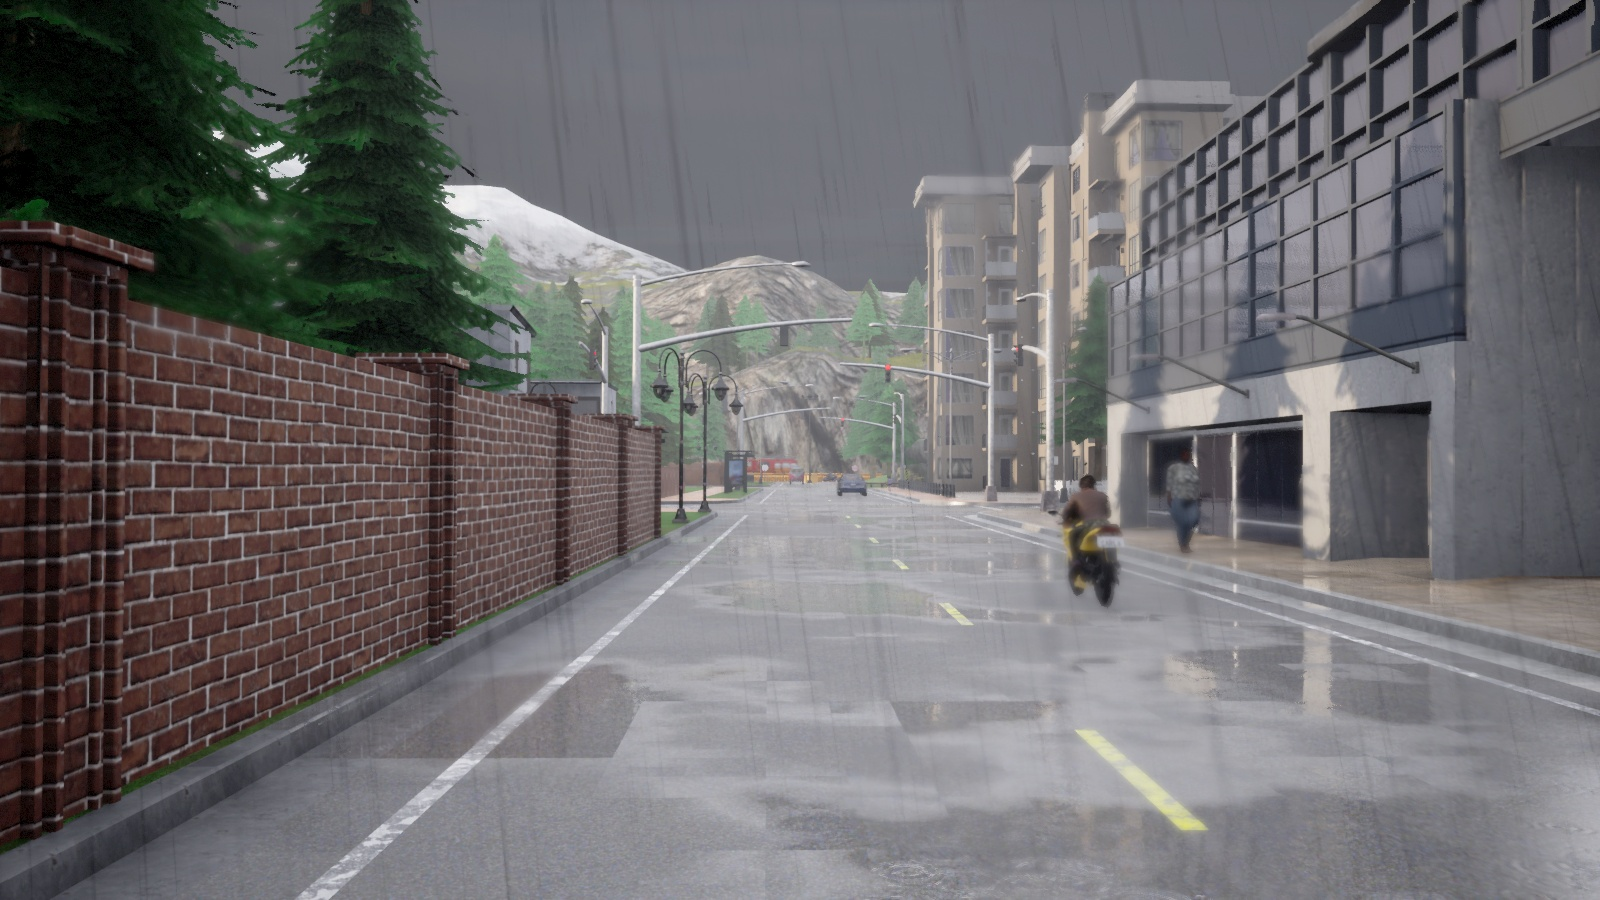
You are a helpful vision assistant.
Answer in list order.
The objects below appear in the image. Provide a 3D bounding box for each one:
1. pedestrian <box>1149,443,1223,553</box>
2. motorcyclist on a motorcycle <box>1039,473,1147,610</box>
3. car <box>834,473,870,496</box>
[{"bbox_3d":[6.677,0.813,21.769,0.874,1.855,0.900,0,-1,-14],"label":"pedestrian"},{"bbox_3d":[3.464,1.035,15.029,0.797,1.523,2.044,0,-1,0],"label":"motorcyclist on a motorcycle"},{"bbox_3d":[3.311,2.199,80.580,2.033,1.411,5.357,0,-1,0],"label":"car"}]
